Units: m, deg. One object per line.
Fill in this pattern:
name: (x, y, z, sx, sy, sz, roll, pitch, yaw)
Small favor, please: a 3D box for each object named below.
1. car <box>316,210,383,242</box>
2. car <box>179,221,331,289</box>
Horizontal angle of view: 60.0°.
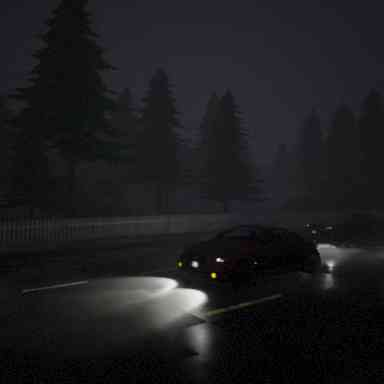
car: (8.030, 1.693, 17.216, 4.674, 1.442, 1.812, 1, -1, -26)
car: (1.723, 1.632, 9.397, 4.181, 1.385, 1.994, 1, 0, -34)
